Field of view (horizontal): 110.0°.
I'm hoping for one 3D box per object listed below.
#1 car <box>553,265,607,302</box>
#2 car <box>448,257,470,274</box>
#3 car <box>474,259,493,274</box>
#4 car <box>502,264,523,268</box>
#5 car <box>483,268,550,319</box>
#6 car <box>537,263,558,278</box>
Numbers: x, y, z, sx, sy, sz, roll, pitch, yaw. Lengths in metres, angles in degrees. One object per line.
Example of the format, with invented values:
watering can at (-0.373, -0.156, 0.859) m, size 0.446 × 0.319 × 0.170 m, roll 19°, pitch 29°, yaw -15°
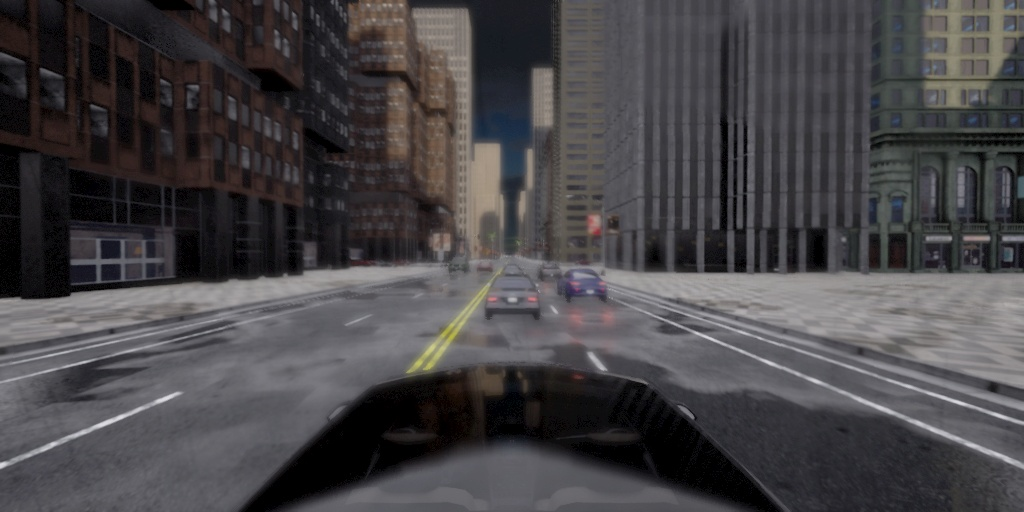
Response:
car at (3.306, 1.344, 17.390) m, size 1.812 × 1.442 × 4.674 m, roll 0°, pitch 0°, yaw 0°
car at (-6.654, 1.139, 45.676) m, size 2.150 × 2.045 × 5.566 m, roll 0°, pitch 0°, yaw 0°
car at (-3.404, 1.394, 45.675) m, size 1.882 × 1.535 × 5.008 m, roll 0°, pitch 0°, yaw 0°
car at (0.033, 1.438, 32.210) m, size 1.994 × 1.385 × 4.181 m, roll 0°, pitch 0°, yaw 0°
car at (0.033, 1.348, 13.070) m, size 2.033 × 1.411 × 5.357 m, roll 0°, pitch 0°, yaw 0°
car at (3.282, 1.365, 31.786) m, size 2.128 × 1.511 × 4.902 m, roll 0°, pitch 0°, yaw 0°
